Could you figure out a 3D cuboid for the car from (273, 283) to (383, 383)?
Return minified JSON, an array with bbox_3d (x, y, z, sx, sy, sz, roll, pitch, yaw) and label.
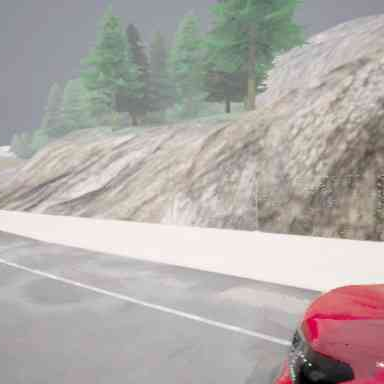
[{"bbox_3d":[3.268,1.227,1.696,5.566,2.045,2.150,-1,-1,35],"label":"car"}]
